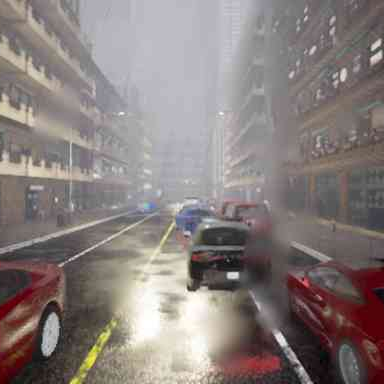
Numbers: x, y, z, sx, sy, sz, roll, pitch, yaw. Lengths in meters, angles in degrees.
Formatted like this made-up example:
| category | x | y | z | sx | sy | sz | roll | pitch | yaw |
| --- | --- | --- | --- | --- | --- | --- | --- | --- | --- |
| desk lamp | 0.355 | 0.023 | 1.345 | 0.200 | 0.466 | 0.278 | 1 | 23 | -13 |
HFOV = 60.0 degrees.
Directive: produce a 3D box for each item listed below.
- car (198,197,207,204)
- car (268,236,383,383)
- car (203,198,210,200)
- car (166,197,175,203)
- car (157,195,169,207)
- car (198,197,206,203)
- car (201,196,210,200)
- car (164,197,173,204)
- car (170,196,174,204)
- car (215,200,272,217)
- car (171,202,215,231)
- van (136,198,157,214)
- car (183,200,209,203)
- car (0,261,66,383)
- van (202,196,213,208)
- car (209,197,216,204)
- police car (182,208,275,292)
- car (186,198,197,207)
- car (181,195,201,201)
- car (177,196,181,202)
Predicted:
| category | x | y | z | sx | sy | sz | roll | pitch | yaw |
| --- | --- | --- | --- | --- | --- | --- | --- | --- | --- |
| car | 2.487 | 1.926 | 77.011 | 1.887 | 1.381 | 4.507 | -1 | 0 | 0 |
| car | 2.553 | 1.608 | 4.874 | 1.802 | 1.307 | 4.206 | -1 | 0 | 0 |
| car | 2.522 | 1.719 | 38.338 | 1.752 | 1.417 | 4.829 | -1 | 0 | 0 |
| car | -5.398 | 1.952 | 82.534 | 1.887 | 1.381 | 4.507 | -1 | 0 | 0 |
| car | -5.374 | 1.715 | 54.789 | 1.967 | 1.590 | 4.097 | -1 | 0 | 0 |
| car | 2.482 | 1.934 | 82.731 | 1.752 | 1.417 | 4.829 | -1 | 0 | 0 |
| car | 2.516 | 1.661 | 43.718 | 1.967 | 1.590 | 4.097 | -1 | 0 | 0 |
| car | -5.393 | 1.947 | 76.985 | 1.947 | 1.339 | 4.313 | -1 | 0 | 0 |
| car | -5.391 | 1.670 | 71.437 | 2.192 | 1.841 | 5.009 | -1 | 0 | 0 |
| car | 2.539 | 1.397 | 15.973 | 2.192 | 1.841 | 5.009 | -1 | 0 | 0 |
| car | 0.208 | 1.574 | 18.913 | 1.882 | 1.535 | 5.008 | 0 | 0 | -11 |
| van | -5.361 | 1.534 | 38.143 | 1.690 | 1.788 | 3.998 | -1 | 0 | 0 |
| car | 0.255 | 1.632 | 24.992 | 1.837 | 1.490 | 4.892 | 0 | 0 | 15 |
| car | -2.853 | 1.494 | 3.089 | 1.882 | 1.535 | 5.008 | 0 | 0 | 0 |
| van | 2.505 | 1.616 | 54.816 | 1.690 | 1.788 | 3.998 | -1 | 0 | 0 |
| car | 2.534 | 1.425 | 21.523 | 2.192 | 1.841 | 5.009 | -1 | 0 | 0 |
| police car | 0.817 | 1.473 | 9.226 | 1.930 | 1.638 | 5.238 | 0 | 0 | 0 |
| car | -0.054 | 1.825 | 59.838 | 1.812 | 1.442 | 4.674 | 0 | 0 | 0 |
| car | -0.030 | 1.449 | 45.169 | 2.150 | 2.045 | 5.566 | 0 | 0 | 0 |
| car | -2.828 | 1.913 | 87.774 | 1.882 | 1.535 | 5.008 | 0 | -1 | 0 |
